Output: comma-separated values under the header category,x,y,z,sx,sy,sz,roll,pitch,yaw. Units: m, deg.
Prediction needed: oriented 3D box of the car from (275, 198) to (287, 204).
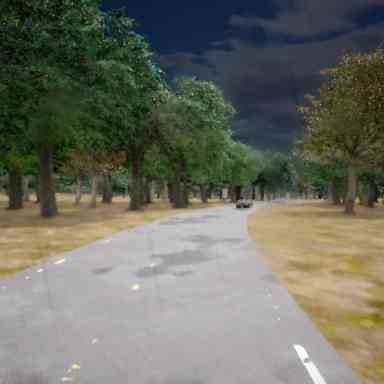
category,x,y,z,sx,sy,sz,roll,pitch,yaw
car,21.042,2.069,78.583,1.895,1.301,4.718,1,0,28

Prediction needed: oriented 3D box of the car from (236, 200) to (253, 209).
category,x,y,z,sx,sy,sz,roll,pitch,yaw
car,7.552,1.743,47.513,1.895,1.301,4.718,1,0,18
